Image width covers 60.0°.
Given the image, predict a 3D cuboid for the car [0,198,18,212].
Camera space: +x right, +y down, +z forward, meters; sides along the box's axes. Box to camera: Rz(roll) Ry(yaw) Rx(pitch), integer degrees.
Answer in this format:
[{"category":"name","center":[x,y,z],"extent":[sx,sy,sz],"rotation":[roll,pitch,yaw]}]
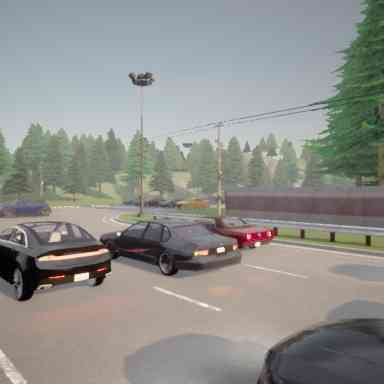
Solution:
[{"category":"car","center":[-22.274,1.491,36.835],"extent":[4.902,1.511,2.128],"rotation":[0,0,-43]}]

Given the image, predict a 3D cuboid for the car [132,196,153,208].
[{"category":"car","center":[-5.533,1.477,47.521],"extent":[5.008,1.535,1.882],"rotation":[0,0,-43]}]

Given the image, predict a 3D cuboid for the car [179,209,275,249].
[{"category":"car","center":[0.872,1.601,13.649],"extent":[1.895,1.301,4.718],"rotation":[0,0,-43]}]

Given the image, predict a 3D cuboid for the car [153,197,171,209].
[{"category":"car","center":[-2.308,1.547,45.735],"extent":[5.357,1.411,2.033],"rotation":[0,0,-43]}]

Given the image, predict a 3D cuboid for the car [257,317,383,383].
[{"category":"car","center":[2.593,1.505,1.680],"extent":[1.837,1.490,4.892],"rotation":[0,0,-43]}]

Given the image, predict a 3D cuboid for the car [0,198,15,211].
[{"category":"car","center":[-24.228,1.477,39.796],"extent":[5.008,1.535,1.882],"rotation":[0,0,-43]}]

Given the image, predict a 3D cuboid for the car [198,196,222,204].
[{"category":"car","center":[3.595,1.505,65.403],"extent":[4.892,1.490,1.837],"rotation":[0,0,-42]}]

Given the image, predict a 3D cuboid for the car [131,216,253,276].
[{"category":"car","center":[-0.959,1.547,10.462],"extent":[2.033,1.411,5.357],"rotation":[0,0,-43]}]

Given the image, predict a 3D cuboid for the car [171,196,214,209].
[{"category":"car","center":[0.082,1.477,43.178],"extent":[5.008,1.535,1.882],"rotation":[0,0,-43]}]

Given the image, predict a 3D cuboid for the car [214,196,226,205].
[{"category":"car","center":[6.420,1.563,58.531],"extent":[4.181,1.385,1.994],"rotation":[0,0,-43]}]

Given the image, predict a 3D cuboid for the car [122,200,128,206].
[{"category":"car","center":[-8.949,1.504,53.893],"extent":[4.892,1.490,1.837],"rotation":[0,0,-43]}]

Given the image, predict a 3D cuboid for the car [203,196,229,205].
[{"category":"car","center":[4.485,1.492,61.498],"extent":[4.902,1.511,2.128],"rotation":[0,0,-42]}]

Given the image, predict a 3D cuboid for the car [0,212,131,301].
[{"category":"car","center":[-3.860,1.491,8.453],"extent":[2.128,1.511,4.902],"rotation":[0,0,-43]}]

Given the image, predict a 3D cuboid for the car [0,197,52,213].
[{"category":"car","center":[-14.934,1.352,29.320],"extent":[4.553,1.767,2.097],"rotation":[0,0,-43]}]

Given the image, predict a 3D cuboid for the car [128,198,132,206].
[{"category":"car","center":[-6.862,1.503,51.057],"extent":[4.892,1.490,1.837],"rotation":[-1,0,-43]}]
